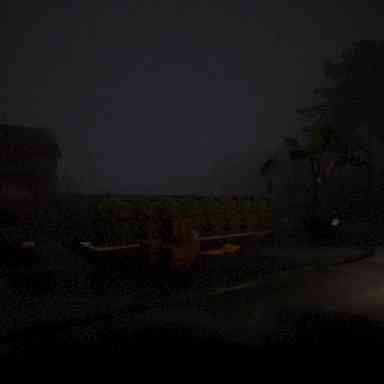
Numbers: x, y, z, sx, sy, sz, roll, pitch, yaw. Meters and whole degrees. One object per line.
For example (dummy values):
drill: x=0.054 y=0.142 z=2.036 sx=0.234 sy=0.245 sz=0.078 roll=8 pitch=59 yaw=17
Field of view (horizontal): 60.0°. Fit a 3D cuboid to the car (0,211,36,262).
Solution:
car: x=-6.411 y=1.356 z=10.824 sx=2.033 sy=1.415 sz=5.357 roll=0 pitch=0 yaw=-33
